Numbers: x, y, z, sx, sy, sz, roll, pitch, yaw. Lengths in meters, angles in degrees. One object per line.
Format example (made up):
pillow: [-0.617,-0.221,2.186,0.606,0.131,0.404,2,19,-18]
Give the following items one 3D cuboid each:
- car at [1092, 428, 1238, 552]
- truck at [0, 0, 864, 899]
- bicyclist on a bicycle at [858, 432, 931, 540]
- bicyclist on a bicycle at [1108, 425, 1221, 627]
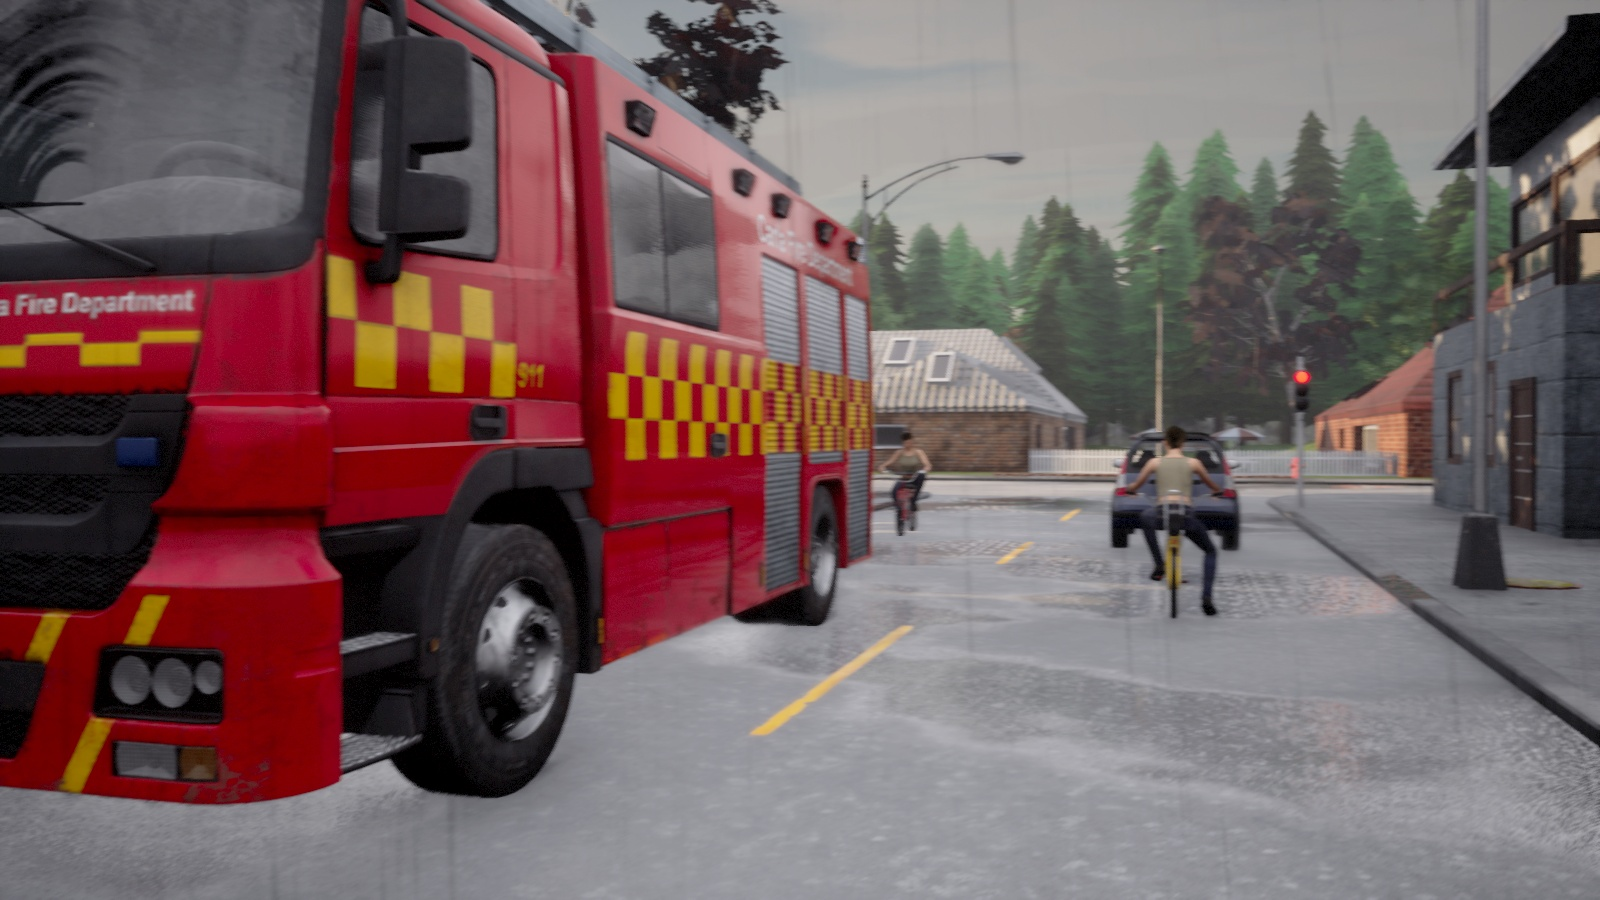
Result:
car: [5.390,0.506,18.584,1.851,1.617,3.988,0,0,16]
truck: [-1.944,-0.489,7.735,2.891,3.827,8.468,0,1,15]
bicyclist on a bicycle: [1.491,0.524,19.627,0.866,1.612,1.509,0,1,15]
bicyclist on a bicycle: [3.142,0.602,10.861,0.866,1.612,1.509,0,0,16]
